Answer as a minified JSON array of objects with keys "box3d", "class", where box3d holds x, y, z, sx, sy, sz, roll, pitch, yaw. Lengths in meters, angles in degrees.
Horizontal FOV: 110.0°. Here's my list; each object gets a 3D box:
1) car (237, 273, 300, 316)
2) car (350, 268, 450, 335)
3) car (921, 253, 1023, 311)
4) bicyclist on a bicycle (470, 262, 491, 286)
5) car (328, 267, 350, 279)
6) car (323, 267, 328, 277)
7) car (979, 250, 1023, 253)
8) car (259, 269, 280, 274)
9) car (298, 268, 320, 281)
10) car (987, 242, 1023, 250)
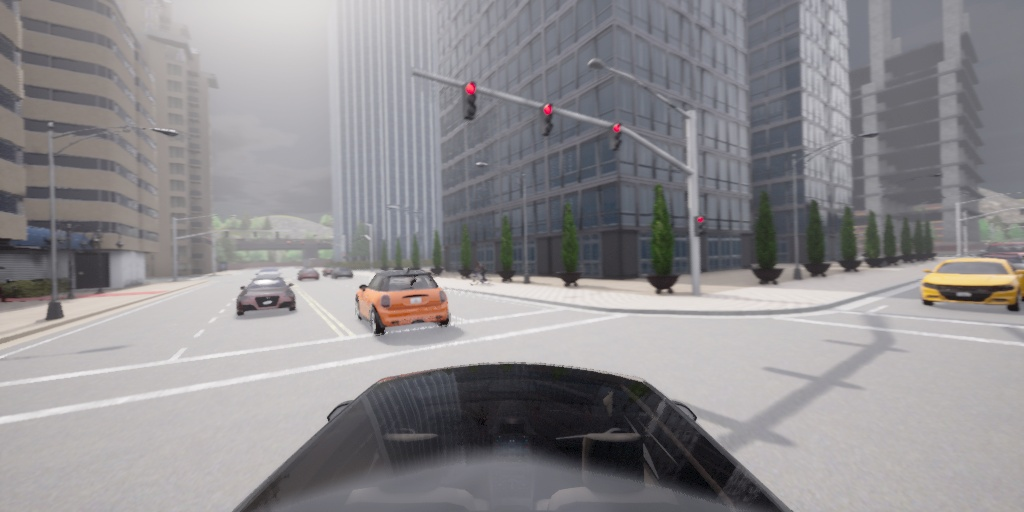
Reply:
[{"box3d":[-10.715,1.676,15.738,1.994,1.385,4.181,-1,0,-34],"class":"car"},{"box3d":[-3.698,1.266,11.594,2.097,1.767,4.553,-2,0,-31],"class":"car"},{"box3d":[15.419,0.812,11.967,5.008,1.535,1.882,-1,0,-33],"class":"car"},{"box3d":[-2.175,1.198,24.498,1.656,1.620,0.582,-2,0,-34],"class":"bicyclist on a bicycle"},{"box3d":[-20.260,1.994,42.770,1.994,1.385,4.181,-1,0,-33],"class":"car"},{"box3d":[-25.213,2.182,50.055,1.895,1.301,4.718,-1,0,-34],"class":"car"},{"box3d":[23.271,0.623,17.170,4.902,1.511,2.128,-1,0,-34],"class":"car"},{"box3d":[-16.383,1.811,24.198,1.812,1.442,4.674,-1,0,-34],"class":"car"},{"box3d":[-23.213,2.071,40.899,1.994,1.385,4.181,-1,0,-33],"class":"car"},{"box3d":[31.506,0.139,22.588,5.566,2.045,2.150,-1,0,-33],"class":"car"}]
